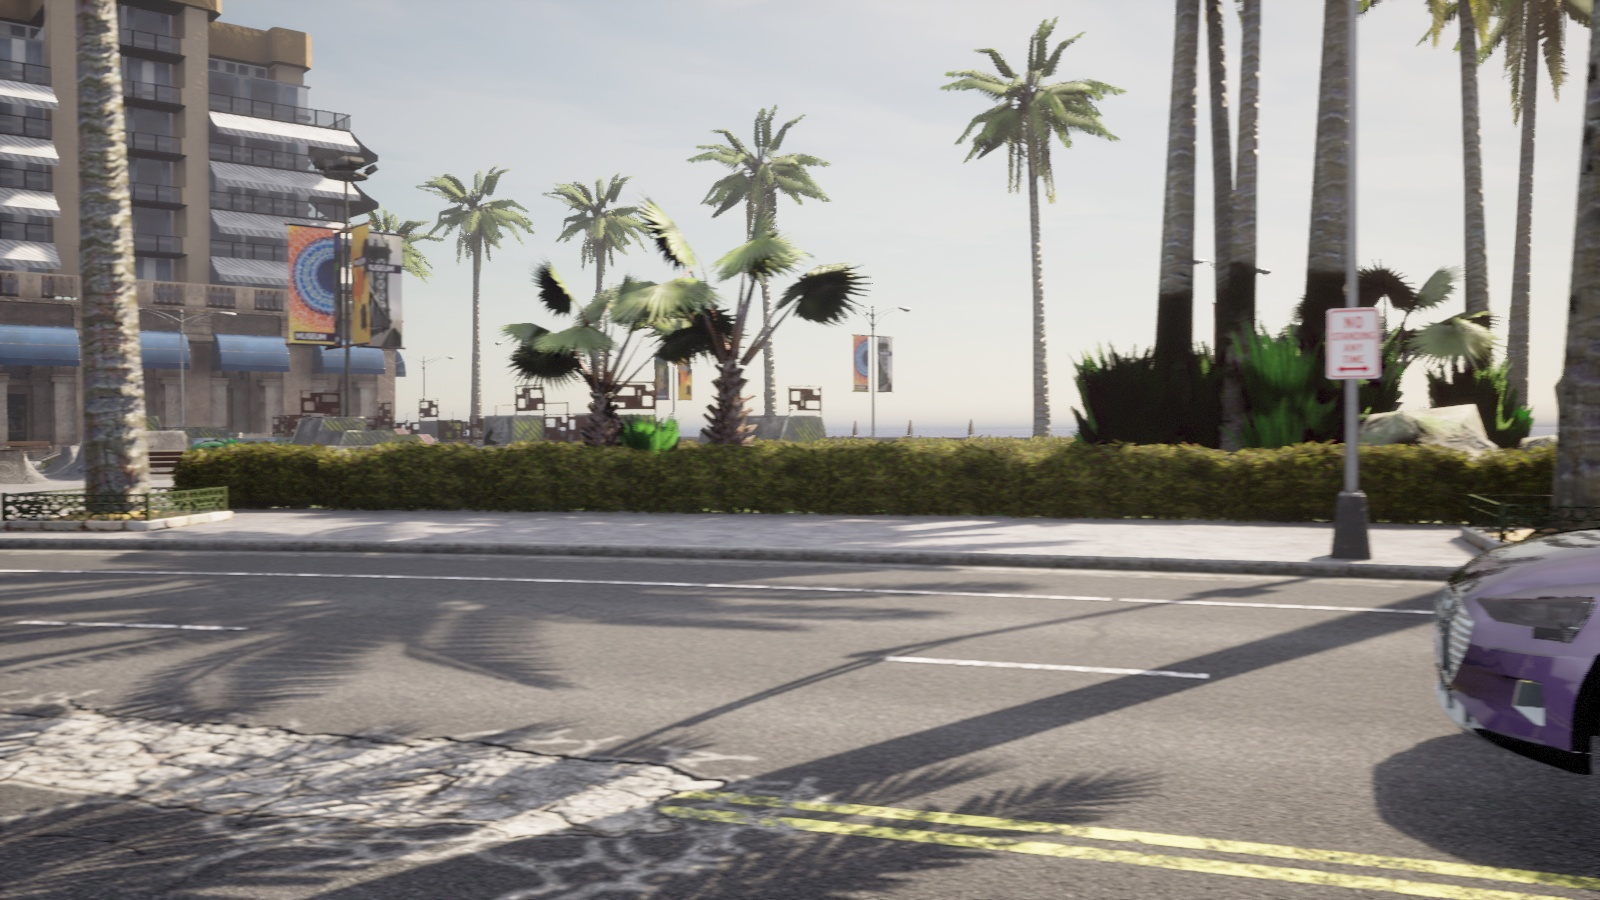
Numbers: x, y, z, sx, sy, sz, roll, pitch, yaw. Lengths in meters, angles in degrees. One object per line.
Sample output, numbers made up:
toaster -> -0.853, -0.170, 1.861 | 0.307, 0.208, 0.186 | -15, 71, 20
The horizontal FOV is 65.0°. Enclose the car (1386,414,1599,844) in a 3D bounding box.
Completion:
car -> 5.091, 0.693, 5.063 | 4.856, 1.649, 2.033 | 1, 1, 23
